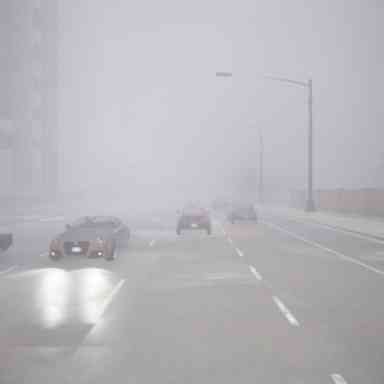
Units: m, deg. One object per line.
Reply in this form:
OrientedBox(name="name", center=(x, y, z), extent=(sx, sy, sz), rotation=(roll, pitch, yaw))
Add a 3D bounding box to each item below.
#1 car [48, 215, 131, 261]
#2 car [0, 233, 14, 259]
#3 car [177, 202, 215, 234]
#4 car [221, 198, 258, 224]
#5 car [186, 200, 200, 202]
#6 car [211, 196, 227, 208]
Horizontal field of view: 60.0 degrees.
OrientedBox(name="car", center=(-3.496, 1.548, 12.035), extent=(1.994, 1.385, 4.181), rotation=(0, 0, 0))
OrientedBox(name="car", center=(-7.020, 1.588, 9.082), extent=(1.895, 1.301, 4.718), rotation=(0, 0, 1))
OrientedBox(name="car", center=(0.092, 1.500, 19.002), extent=(1.812, 1.442, 4.674), rotation=(0, 0, 0))
OrientedBox(name="car", center=(3.546, 1.461, 24.210), extent=(2.128, 1.511, 4.902), rotation=(0, 0, 1))
OrientedBox(name="car", center=(0.104, 1.550, 38.514), extent=(1.895, 1.301, 4.718), rotation=(0, 0, 0))
OrientedBox(name="car", center=(3.584, 1.296, 41.909), extent=(2.097, 1.767, 4.553), rotation=(0, 0, 0))
